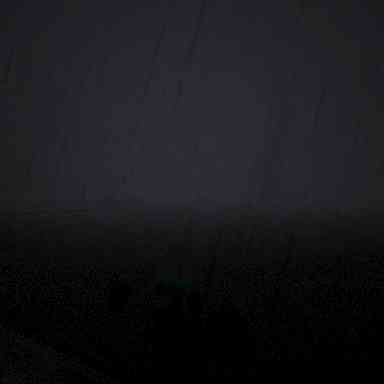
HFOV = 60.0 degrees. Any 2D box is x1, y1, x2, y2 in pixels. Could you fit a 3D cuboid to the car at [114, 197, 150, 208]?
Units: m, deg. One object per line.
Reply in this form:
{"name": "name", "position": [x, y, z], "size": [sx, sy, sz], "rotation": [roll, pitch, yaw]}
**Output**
{"name": "car", "position": [-7.826, 1.477, 45.513], "size": [1.882, 1.535, 5.008], "rotation": [0, 0, 35]}

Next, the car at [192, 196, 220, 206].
{"name": "car", "position": [2.031, 1.478, 53.612], "size": [1.882, 1.535, 5.008], "rotation": [0, 0, 35]}

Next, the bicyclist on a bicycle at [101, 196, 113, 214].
{"name": "bicyclist on a bicycle", "position": [-8.025, 1.156, 31.722], "size": [1.656, 1.620, 0.582], "rotation": [33, 17, 27]}

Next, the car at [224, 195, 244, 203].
{"name": "car", "position": [8.873, 1.490, 69.426], "size": [2.128, 1.511, 4.902], "rotation": [0, 0, 35]}

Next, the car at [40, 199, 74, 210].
{"name": "car", "position": [-17.683, 1.563, 43.624], "size": [1.994, 1.385, 4.181], "rotation": [0, 0, 35]}

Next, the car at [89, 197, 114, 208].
{"name": "car", "position": [-11.775, 1.477, 45.971], "size": [1.882, 1.535, 5.008], "rotation": [0, 0, 35]}

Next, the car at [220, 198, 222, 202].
{"name": "car", "position": [4.674, 1.477, 69.526], "size": [1.882, 1.535, 5.008], "rotation": [0, 0, 35]}

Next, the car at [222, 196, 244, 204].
{"name": "car", "position": [7.995, 1.601, 62.230], "size": [1.895, 1.301, 4.718], "rotation": [0, 0, 35]}

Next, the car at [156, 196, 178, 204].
{"name": "car", "position": [-4.619, 1.477, 62.334], "size": [1.882, 1.535, 5.008], "rotation": [0, 0, 35]}
